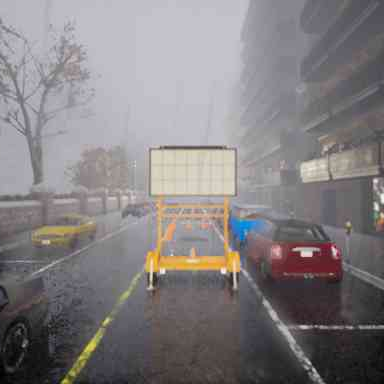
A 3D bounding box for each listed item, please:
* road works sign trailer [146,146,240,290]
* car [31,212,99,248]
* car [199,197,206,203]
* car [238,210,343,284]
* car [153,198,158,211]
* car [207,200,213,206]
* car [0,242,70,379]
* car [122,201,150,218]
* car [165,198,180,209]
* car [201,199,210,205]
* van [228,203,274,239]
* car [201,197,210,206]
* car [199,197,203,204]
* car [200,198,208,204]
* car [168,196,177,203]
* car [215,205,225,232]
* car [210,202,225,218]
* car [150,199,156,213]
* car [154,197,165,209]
[{"bbox_3d":[0.027,0.526,9.279,2.380,3.560,2.880,0,0,0],"label":"road works sign trailer"},{"bbox_3d":[-5.645,1.629,15.298,1.752,1.417,4.829,0,0,0],"label":"car"},{"bbox_3d":[2.943,2.146,94.266,1.967,1.590,4.097,0,-1,0],"label":"car"},{"bbox_3d":[2.720,1.505,9.815,1.967,1.590,4.097,0,0,0],"label":"car"},{"bbox_3d":[-5.571,1.839,43.618,1.887,1.381,4.507,0,0,0],"label":"car"},{"bbox_3d":[2.780,1.759,32.337,1.887,1.381,4.507,0,0,0],"label":"car"},{"bbox_3d":[-3.088,1.568,2.840,2.033,1.411,5.357,0,0,0],"label":"car"},{"bbox_3d":[-5.600,1.783,32.359,1.947,1.339,4.313,0,0,0],"label":"car"},{"bbox_3d":[-2.864,1.956,51.474,1.895,1.301,4.718,0,-1,0],"label":"car"},{"bbox_3d":[2.883,2.099,71.746,1.802,1.307,4.206,0,0,0],"label":"car"},{"bbox_3d":[2.736,1.443,15.447,1.690,1.788,3.998,0,0,0],"label":"van"},{"bbox_3d":[2.839,1.963,54.854,1.802,1.307,4.206,0,0,0],"label":"car"},{"bbox_3d":[2.868,1.912,66.116,1.967,1.590,4.097,0,0,0],"label":"car"},{"bbox_3d":[2.913,2.176,83.006,1.947,1.339,4.313,0,0,0],"label":"car"},{"bbox_3d":[-5.437,2.024,94.290,2.192,1.841,5.009,0,0,0],"label":"car"},{"bbox_3d":[2.750,1.705,21.076,1.947,1.339,4.313,0,0,0],"label":"car"},{"bbox_3d":[2.765,1.727,26.706,2.008,1.369,4.403,0,0,0],"label":"car"},{"bbox_3d":[-5.586,1.837,37.990,1.802,1.307,4.206,0,0,0],"label":"car"},{"bbox_3d":[-5.556,1.779,49.247,1.967,1.590,4.097,0,0,0],"label":"car"}]
